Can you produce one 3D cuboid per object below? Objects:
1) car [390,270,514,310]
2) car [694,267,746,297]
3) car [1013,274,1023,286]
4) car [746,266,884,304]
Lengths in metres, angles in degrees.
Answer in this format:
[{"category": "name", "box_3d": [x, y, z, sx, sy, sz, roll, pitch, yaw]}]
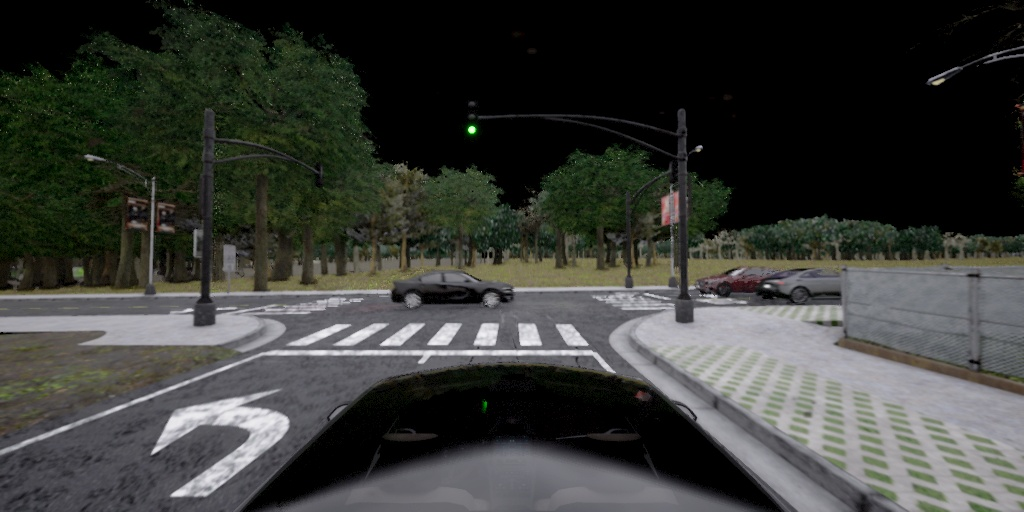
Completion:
[{"category": "car", "box_3d": [-2.416, 1.322, 14.820, 5.008, 1.535, 1.882, -1, -1, 0]}, {"category": "car", "box_3d": [11.762, 1.253, 18.141, 4.674, 1.442, 1.812, -1, -2, 0]}, {"category": "car", "box_3d": [29.008, 1.037, 18.102, 5.357, 1.411, 2.033, -1, -2, 0]}, {"category": "car", "box_3d": [12.520, 1.188, 14.788, 4.181, 1.385, 1.994, -1, -2, 0]}]
